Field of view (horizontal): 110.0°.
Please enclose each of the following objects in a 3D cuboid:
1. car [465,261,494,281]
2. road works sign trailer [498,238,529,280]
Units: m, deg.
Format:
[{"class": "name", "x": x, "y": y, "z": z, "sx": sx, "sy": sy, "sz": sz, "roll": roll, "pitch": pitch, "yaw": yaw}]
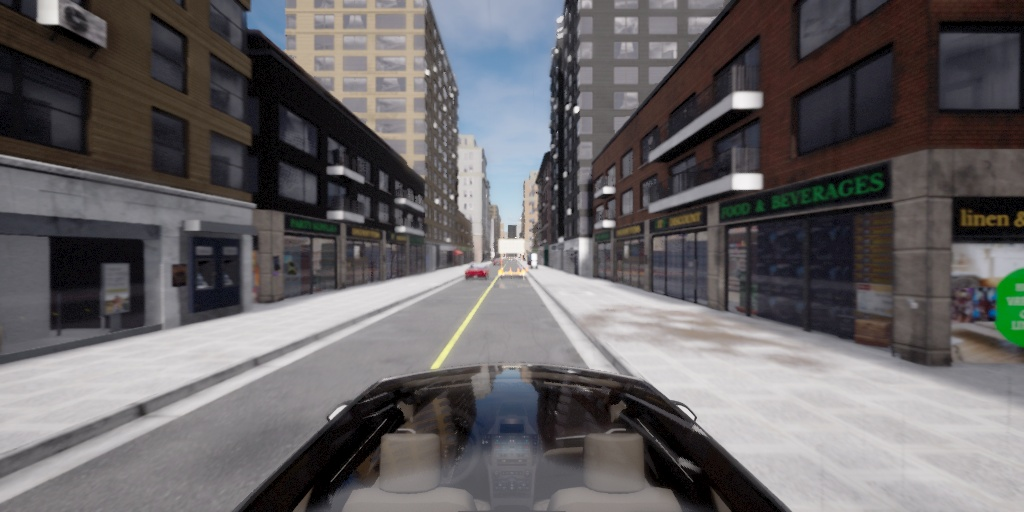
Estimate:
[{"class": "car", "x": -2.856, "y": 1.334, "z": 30.299, "sx": 1.895, "sy": 1.301, "sz": 4.718, "roll": 0, "pitch": 0, "yaw": 0}, {"class": "road works sign trailer", "x": -0.010, "y": 0.197, "z": 31.392, "sx": 2.380, "sy": 3.560, "sz": 2.880, "roll": 0, "pitch": 0, "yaw": 0}]
